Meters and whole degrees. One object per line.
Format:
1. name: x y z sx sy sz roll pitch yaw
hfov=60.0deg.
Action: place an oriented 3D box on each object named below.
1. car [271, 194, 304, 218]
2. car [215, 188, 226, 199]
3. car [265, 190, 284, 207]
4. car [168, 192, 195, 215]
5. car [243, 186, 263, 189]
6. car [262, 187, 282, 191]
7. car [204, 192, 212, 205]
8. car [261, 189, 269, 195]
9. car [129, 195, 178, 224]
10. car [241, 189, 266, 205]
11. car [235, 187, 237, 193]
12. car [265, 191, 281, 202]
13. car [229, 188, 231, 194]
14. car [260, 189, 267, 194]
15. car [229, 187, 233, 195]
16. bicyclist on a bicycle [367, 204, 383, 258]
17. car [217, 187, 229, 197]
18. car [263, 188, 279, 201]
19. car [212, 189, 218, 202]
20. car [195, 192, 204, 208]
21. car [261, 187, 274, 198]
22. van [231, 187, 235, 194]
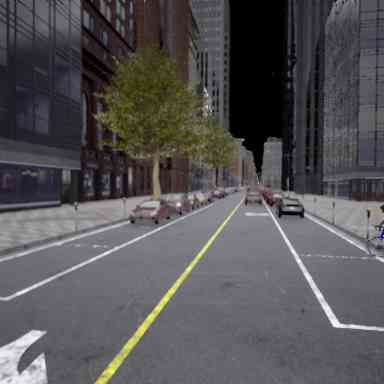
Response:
1. car: 7.031 1.081 24.120 1.947 1.339 4.313 1 1 11
2. car: 3.833 0.422 53.401 1.887 1.381 4.507 1 1 11
3. car: 9.103 0.841 35.203 1.887 1.381 4.507 1 1 11
4. car: -1.347 0.857 25.686 1.967 1.590 4.097 1 1 11
5. car: 8.972 0.240 48.453 2.150 2.045 5.566 1 1 11
6. car: 10.142 0.504 40.740 2.192 1.841 5.009 1 1 11
7. car: 0.694 0.726 36.606 1.752 1.417 4.829 1 1 11
8. car: 17.391 0.049 79.538 1.802 1.307 4.206 1 1 11
9. car: -2.384 1.111 20.148 1.802 1.307 4.206 1 1 11
10. car: 7.079 0.706 38.357 2.128 1.511 4.902 1 1 11
11. car: 10.050 -0.286 86.655 1.967 1.590 4.097 1 1 11
12. car: 11.175 0.648 46.286 1.947 1.339 4.313 1 1 11
13. car: 5.906 0.232 64.488 1.947 1.339 4.313 1 1 11
14. car: 19.464 -0.177 90.622 1.887 1.381 4.507 1 1 11
15. car: 6.942 0.144 70.029 1.802 1.307 4.206 1 1 11
16. bicyclist on a bicycle: 6.159 1.170 10.158 1.656 1.620 0.582 -9 0 11
17. car: 4.872 0.087 58.939 2.192 1.841 5.009 1 1 11
18. car: 12.214 0.291 51.823 2.192 1.841 5.009 1 1 11
19. car: 1.761 0.656 42.317 1.947 1.339 4.313 1 1 11
20. car: -0.312 0.888 31.232 1.802 1.307 4.206 1 1 11
21. car: 14.287 0.080 62.908 2.192 1.841 5.009 1 1 11
22. van: 9.015 -0.291 81.110 1.690 1.788 3.998 1 1 11
